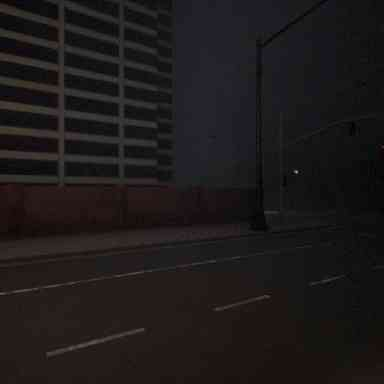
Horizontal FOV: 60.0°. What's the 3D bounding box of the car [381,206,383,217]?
[{"bbox_3d":[17.101,1.507,25.272,1.837,1.490,4.892,0,-1,-36],"label":"car"}]
